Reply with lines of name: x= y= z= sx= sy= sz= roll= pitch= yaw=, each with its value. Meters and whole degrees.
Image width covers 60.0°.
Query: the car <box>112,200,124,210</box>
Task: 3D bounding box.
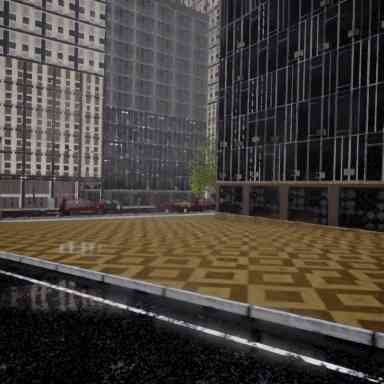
car: x=-11.639 y=1.721 z=45.996 sx=4.403 sy=1.369 sz=2.008 roll=1 pitch=1 yaw=-34

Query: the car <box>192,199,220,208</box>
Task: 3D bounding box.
car: x=2.393 y=1.873 z=55.605 sx=4.313 sy=1.339 sz=1.947 roll=1 pitch=1 yaw=-34

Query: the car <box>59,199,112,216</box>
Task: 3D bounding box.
car: x=-11.861 y=1.645 z=36.288 sx=5.009 sy=1.841 sz=2.192 roll=1 pitch=1 yaw=-34

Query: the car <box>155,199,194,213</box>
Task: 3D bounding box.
car: x=-2.512 y=1.966 z=42.697 sx=4.507 sy=1.381 sz=1.887 roll=1 pitch=1 yaw=-34

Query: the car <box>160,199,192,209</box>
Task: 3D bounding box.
car: x=-2.424 y=1.785 z=52.305 sx=4.829 sy=1.417 sz=1.752 roll=1 pitch=1 yaw=-34

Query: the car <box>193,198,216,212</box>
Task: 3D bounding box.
car: x=2.170 y=1.782 z=45.896 sx=5.009 sy=1.841 sz=2.192 roll=1 pitch=1 yaw=-34
